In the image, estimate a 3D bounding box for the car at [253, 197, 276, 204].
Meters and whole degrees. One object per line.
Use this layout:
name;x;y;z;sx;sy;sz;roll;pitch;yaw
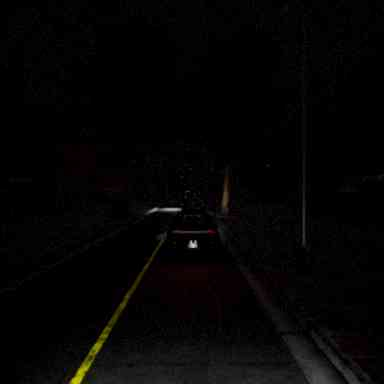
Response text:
car;13.976;1.682;64.330;4.403;1.369;2.008;0;0;0

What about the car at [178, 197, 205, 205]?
car;0.064;1.494;29.305;1.882;1.535;5.008;0;0;1

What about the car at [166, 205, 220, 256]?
car;0.049;1.497;13.033;2.128;1.511;4.902;0;0;0

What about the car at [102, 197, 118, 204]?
car;-15.054;1.584;64.168;4.507;1.381;1.887;0;0;0

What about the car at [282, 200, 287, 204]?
car;19.651;1.721;64.362;4.313;1.339;1.947;0;0;0

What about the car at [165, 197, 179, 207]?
car;-2.782;1.528;48.861;2.128;1.511;4.902;0;0;1

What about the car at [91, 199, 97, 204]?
car;-20.903;1.551;64.135;4.829;1.417;1.752;0;0;0
